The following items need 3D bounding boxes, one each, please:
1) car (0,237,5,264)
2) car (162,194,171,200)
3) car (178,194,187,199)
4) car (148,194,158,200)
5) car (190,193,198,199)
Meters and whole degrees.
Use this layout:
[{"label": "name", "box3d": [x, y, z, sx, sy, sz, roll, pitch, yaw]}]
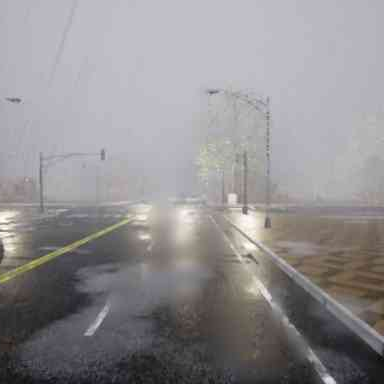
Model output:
[{"label": "car", "box3d": [-6.596, 1.541, 8.265, 1.994, 1.385, 4.181, 0, 0, 0]}, {"label": "car", "box3d": [-6.089, 1.261, 79.736, 1.812, 1.442, 4.674, 0, 0, 1]}, {"label": "car", "box3d": [-2.686, 1.173, 88.708, 1.882, 1.535, 5.008, 0, 0, 1]}, {"label": "car", "box3d": [-9.338, 1.236, 79.791, 1.837, 1.490, 4.892, 0, 0, 1]}, {"label": "car", "box3d": [0.563, 1.197, 88.653, 1.837, 1.490, 4.892, 0, 0, 1]}]
